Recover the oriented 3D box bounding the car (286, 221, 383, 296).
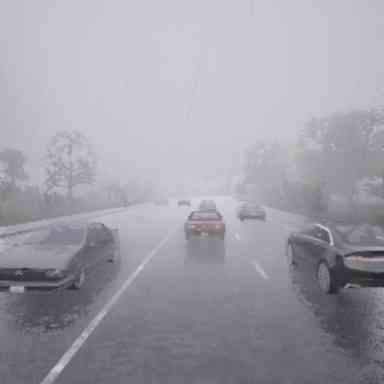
[{"bbox_3d":[3.835,1.497,8.641,2.128,1.511,4.902,0,0,2],"label":"car"}]

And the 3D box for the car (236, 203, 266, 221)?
[{"bbox_3d":[4.706,1.568,26.906,1.994,1.385,4.181,0,0,3],"label":"car"}]

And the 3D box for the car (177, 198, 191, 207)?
[{"bbox_3d":[-1.147,1.585,51.047,1.895,1.301,4.718,0,0,4],"label":"car"}]

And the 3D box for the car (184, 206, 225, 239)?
[{"bbox_3d":[0.682,1.598,17.143,1.895,1.301,4.718,0,0,3],"label":"car"}]

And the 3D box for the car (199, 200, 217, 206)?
[{"bbox_3d":[1.658,1.542,35.281,2.033,1.411,5.357,0,0,3],"label":"car"}]

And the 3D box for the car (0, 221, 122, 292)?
[{"bbox_3d":[-3.376,1.538,9.249,2.033,1.411,5.357,0,0,2],"label":"car"}]

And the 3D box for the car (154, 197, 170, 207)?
[{"bbox_3d":[-4.607,1.541,51.802,1.994,1.385,4.181,0,0,4],"label":"car"}]
